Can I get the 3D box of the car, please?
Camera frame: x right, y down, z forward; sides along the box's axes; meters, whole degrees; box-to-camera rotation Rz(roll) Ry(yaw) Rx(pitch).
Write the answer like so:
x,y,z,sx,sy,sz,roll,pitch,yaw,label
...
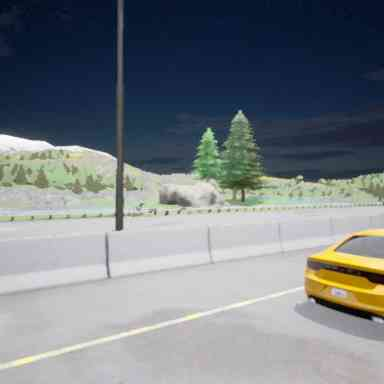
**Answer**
x,y,z,sx,sy,sz,roll,pitch,yaw,label
4.431,1.512,6.909,5.008,1.535,1.882,0,0,-36,car
